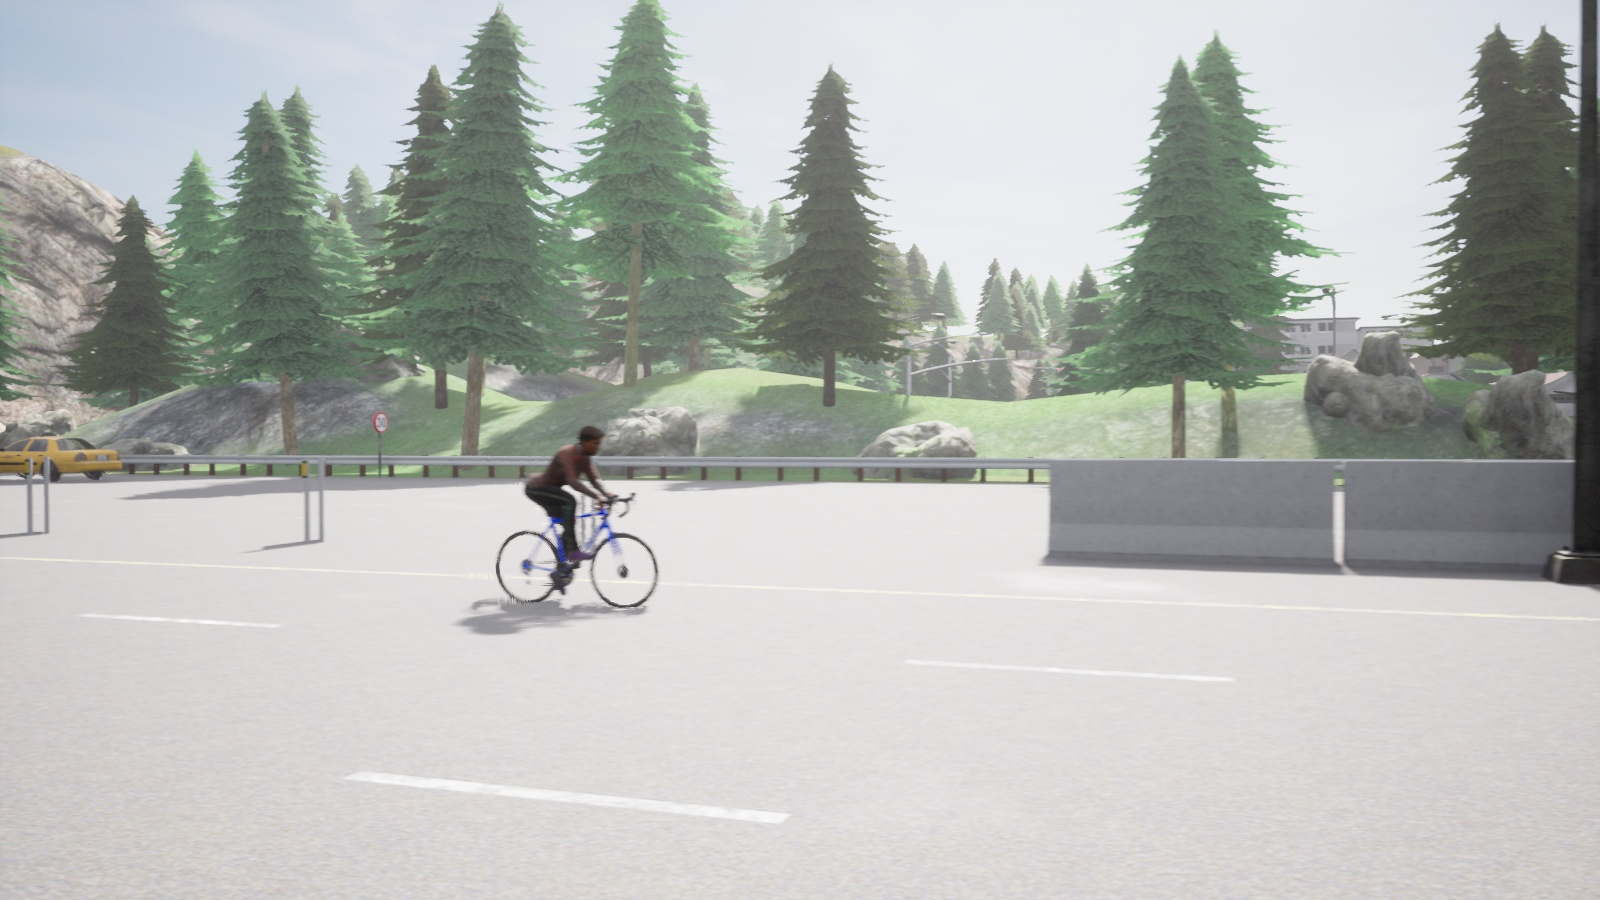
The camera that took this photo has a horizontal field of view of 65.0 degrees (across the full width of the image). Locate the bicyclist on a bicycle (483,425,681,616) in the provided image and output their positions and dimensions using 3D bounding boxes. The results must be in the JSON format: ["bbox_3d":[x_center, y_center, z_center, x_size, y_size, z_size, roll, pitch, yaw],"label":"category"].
[{"bbox_3d":[-1.950,0.592,11.234,1.656,1.620,0.582,1,1,19],"label":"bicyclist on a bicycle"}]

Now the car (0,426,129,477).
[{"bbox_3d":[-24.775,0.015,41.072,5.366,1.575,1.801,1,1,19],"label":"car"}]
